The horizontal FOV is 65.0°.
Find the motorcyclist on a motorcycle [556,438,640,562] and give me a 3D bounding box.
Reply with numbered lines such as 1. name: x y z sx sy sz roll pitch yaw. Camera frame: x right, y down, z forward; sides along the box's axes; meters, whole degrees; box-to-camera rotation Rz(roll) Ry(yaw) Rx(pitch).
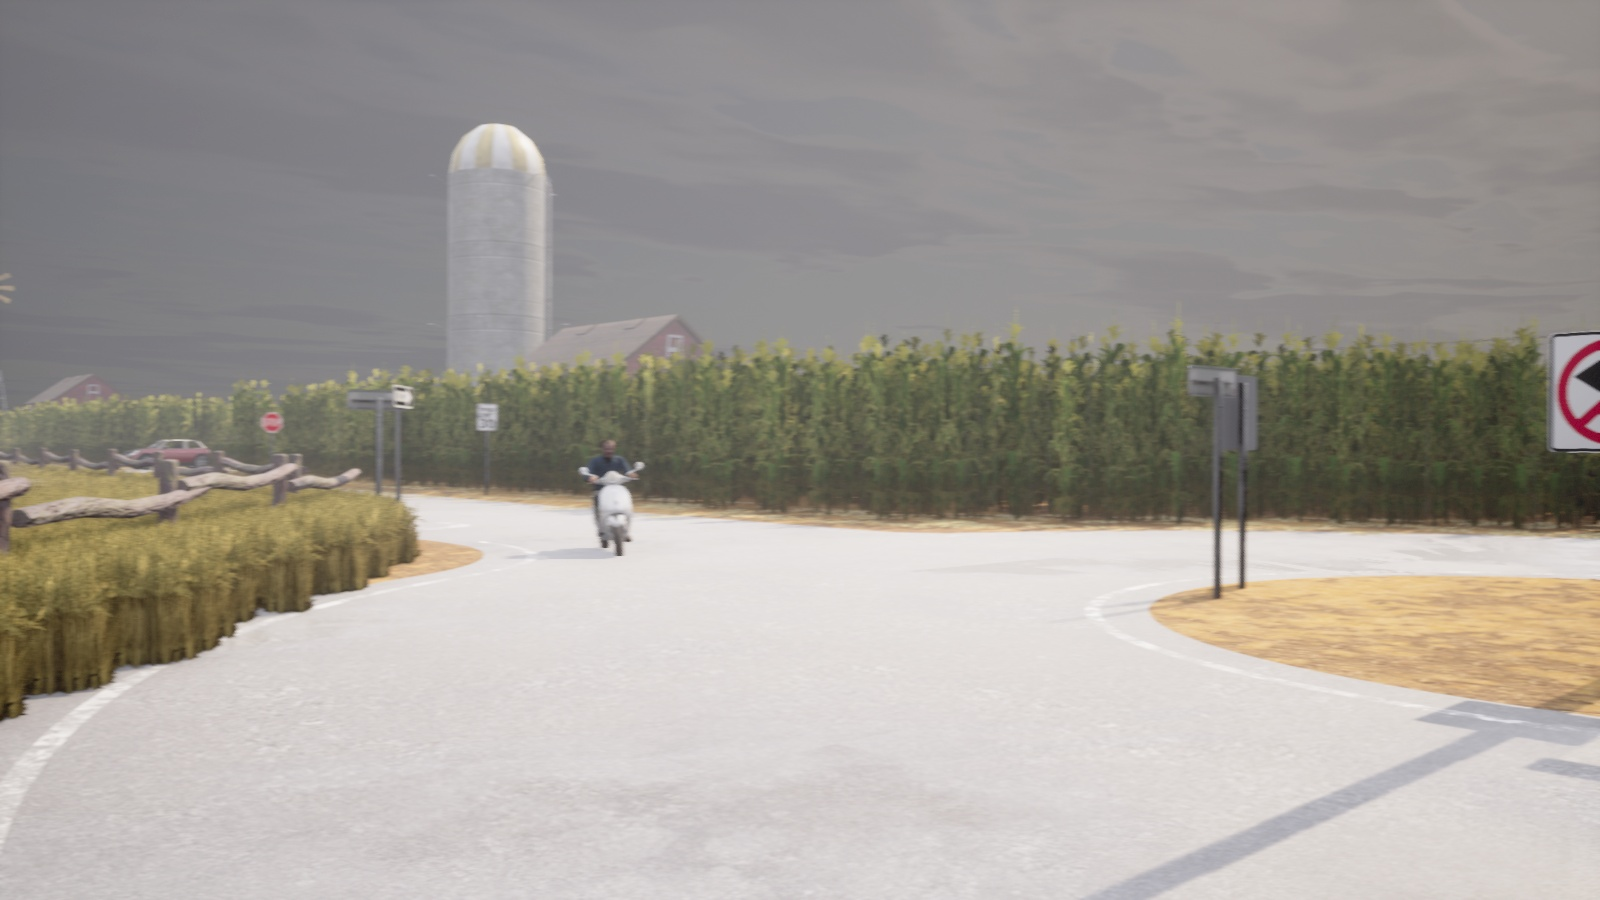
1. motorcyclist on a motorcycle: -2.828 0.650 17.413 0.866 1.590 1.817 -2 1 -17

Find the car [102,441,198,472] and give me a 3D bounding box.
1. car: -31.850 0.297 61.572 3.806 1.475 1.970 0 0 -42
